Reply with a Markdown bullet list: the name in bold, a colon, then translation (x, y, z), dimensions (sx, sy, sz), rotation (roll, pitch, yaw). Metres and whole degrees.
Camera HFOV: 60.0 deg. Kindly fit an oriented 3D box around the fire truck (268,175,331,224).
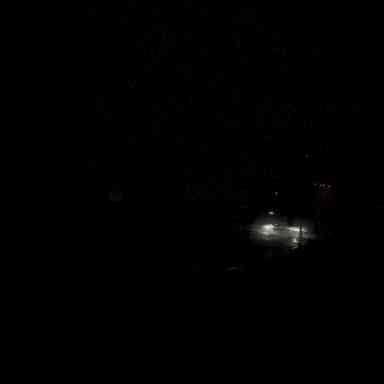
- **fire truck**: translation (9.595, 0.592, 28.911), dimensions (2.891, 3.827, 8.468), rotation (2, 1, 36)
